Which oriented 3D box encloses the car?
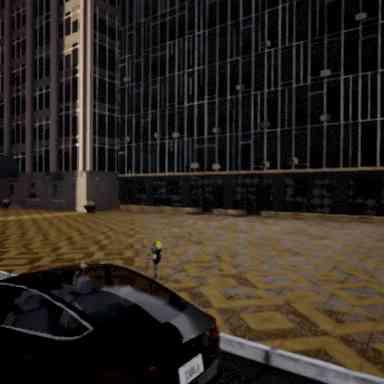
[{"bbox_3d":[-1.698,1.568,4.075,4.313,1.339,1.947,0,1,35],"label":"car"}]
